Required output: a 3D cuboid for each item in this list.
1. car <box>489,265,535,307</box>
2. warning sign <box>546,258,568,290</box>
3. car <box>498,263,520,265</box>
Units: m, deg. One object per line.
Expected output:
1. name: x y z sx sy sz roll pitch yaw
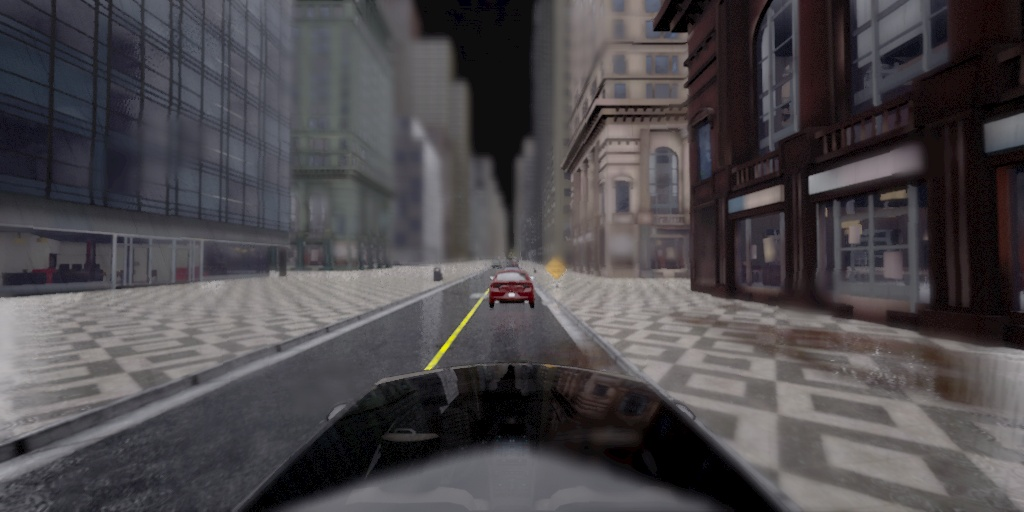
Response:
1. car: 0.002 1.362 16.320 1.882 1.535 5.008 0 0 0
2. warning sign: 2.710 1.045 21.560 1.300 1.860 1.060 0 0 0
3. car: -0.010 1.556 30.853 2.033 1.411 5.357 0 0 0
